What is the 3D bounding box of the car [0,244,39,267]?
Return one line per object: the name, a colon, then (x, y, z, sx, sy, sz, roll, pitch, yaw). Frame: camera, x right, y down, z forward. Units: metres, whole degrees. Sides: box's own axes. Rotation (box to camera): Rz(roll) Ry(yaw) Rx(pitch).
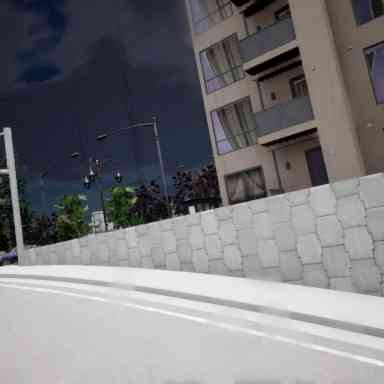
car: (-15.560, 5.659, 29.609, 2.097, 1.767, 4.553, -15, -9, 35)
